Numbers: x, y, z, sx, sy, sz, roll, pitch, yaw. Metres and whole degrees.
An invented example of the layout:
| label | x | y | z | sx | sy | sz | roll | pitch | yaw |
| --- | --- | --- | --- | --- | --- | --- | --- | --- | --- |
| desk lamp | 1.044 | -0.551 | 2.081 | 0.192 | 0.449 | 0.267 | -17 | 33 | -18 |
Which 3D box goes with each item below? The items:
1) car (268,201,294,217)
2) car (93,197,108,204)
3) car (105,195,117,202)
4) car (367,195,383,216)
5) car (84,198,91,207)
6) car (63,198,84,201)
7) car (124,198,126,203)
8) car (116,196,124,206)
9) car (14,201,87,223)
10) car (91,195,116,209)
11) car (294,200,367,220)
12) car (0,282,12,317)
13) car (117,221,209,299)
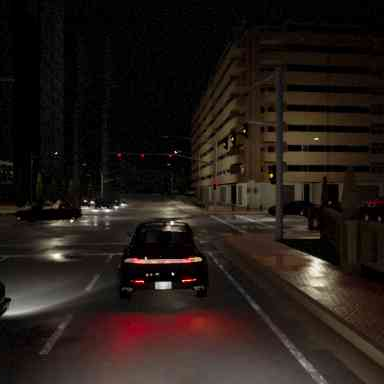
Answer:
| label | x | y | z | sx | sy | sz | roll | pitch | yaw |
| --- | --- | --- | --- | --- | --- | --- | --- | --- | --- |
| car | 9.696 | 1.533 | 31.399 | 5.008 | 1.535 | 1.882 | 0 | 0 | -7 |
| car | -17.248 | 1.601 | 62.798 | 1.895 | 1.301 | 4.718 | 0 | 0 | -6 |
| car | -18.763 | 1.519 | 77.110 | 1.994 | 1.385 | 4.181 | 0 | 0 | -6 |
| car | 19.554 | 1.277 | 32.527 | 5.566 | 2.045 | 2.150 | 0 | 0 | -6 |
| car | -15.896 | 1.547 | 49.949 | 2.033 | 1.411 | 5.357 | 0 | 0 | -6 |
| car | -14.859 | 1.526 | 40.415 | 1.812 | 1.442 | 4.674 | 0 | 0 | -6 |
| car | -13.875 | 1.601 | 64.244 | 1.895 | 1.301 | 4.718 | 0 | 0 | -6 |
| car | -12.787 | 1.352 | 53.785 | 2.097 | 1.767 | 4.553 | 0 | 0 | -6 |
| car | -11.037 | 1.619 | 25.849 | 4.718 | 1.301 | 1.895 | 0 | 0 | -42 |
| car | -11.802 | 1.526 | 44.790 | 1.812 | 1.442 | 4.674 | 0 | 0 | -5 |
| car | 11.627 | 1.547 | 28.096 | 4.902 | 1.511 | 2.128 | 0 | 0 | -6 |
| car | -3.775 | 1.547 | 3.047 | 2.033 | 1.411 | 5.357 | 0 | 0 | -4 |
| car | -0.711 | 1.492 | 8.491 | 2.128 | 1.511 | 4.902 | 0 | 0 | -4 |
